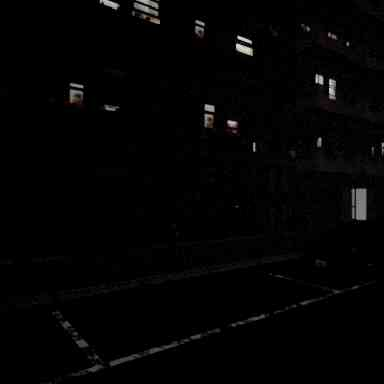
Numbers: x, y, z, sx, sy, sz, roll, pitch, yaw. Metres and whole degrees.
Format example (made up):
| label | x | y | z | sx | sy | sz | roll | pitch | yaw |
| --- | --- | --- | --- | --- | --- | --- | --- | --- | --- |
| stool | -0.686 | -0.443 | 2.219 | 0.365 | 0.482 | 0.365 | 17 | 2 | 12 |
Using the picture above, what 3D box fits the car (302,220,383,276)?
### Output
| label | x | y | z | sx | sy | sz | roll | pitch | yaw |
| --- | --- | --- | --- | --- | --- | --- | --- | --- | --- |
| car | 5.279 | 1.566 | 10.320 | 4.313 | 1.339 | 1.947 | 0 | 0 | -35 |
